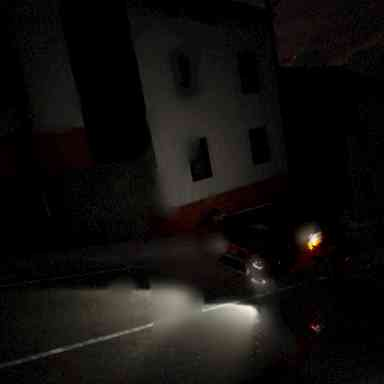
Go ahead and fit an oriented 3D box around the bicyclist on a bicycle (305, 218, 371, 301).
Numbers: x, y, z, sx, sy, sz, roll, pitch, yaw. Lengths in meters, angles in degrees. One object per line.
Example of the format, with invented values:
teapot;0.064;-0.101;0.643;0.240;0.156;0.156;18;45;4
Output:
bicyclist on a bicycle;3.076;1.391;7.160;0.582;1.620;1.656;-2;4;-29

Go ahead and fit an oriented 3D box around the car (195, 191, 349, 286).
car;2.119;1.354;8.529;2.097;1.767;4.553;19;21;41
